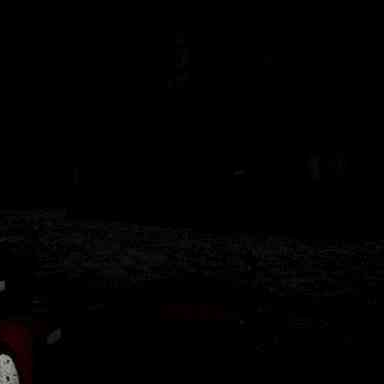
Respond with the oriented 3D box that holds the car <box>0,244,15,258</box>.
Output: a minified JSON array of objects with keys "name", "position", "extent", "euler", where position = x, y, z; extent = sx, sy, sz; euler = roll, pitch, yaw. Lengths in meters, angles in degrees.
[{"name":"car","position":[-4.829,1.556,6.520],"extent":[4.313,1.339,1.947],"euler":[0,0,36]}]

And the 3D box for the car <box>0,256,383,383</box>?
[{"name":"car","position":[-0.231,1.542,3.238],"extent":[4.507,1.381,1.887],"euler":[0,0,36]}]
